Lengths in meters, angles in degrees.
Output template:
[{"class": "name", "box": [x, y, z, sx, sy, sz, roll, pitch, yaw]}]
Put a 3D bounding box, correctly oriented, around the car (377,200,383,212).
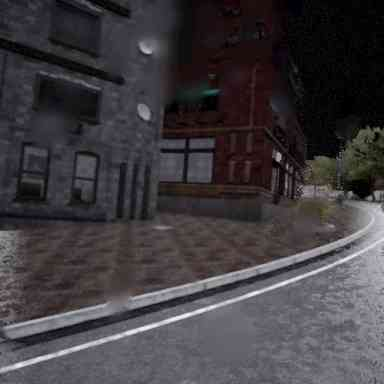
[{"class": "car", "box": [19.078, 1.284, 31.016, 2.033, 1.411, 5.357, 3, 2, 21]}]
